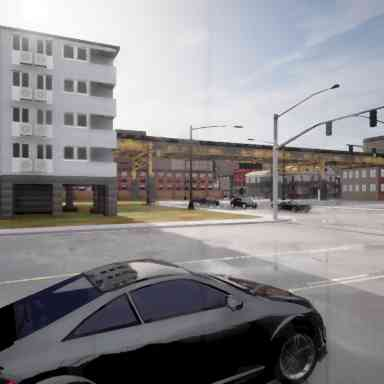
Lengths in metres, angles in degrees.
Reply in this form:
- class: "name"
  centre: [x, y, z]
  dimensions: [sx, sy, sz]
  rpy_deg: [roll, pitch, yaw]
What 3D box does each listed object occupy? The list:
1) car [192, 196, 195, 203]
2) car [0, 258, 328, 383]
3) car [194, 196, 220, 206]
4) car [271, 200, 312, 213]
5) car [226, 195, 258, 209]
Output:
- class: "car"
  centre: [0.775, 1.547, 65.799]
  dimensions: [2.033, 1.411, 5.357]
  rpy_deg: [0, 0, 3]
- class: "car"
  centre: [-0.331, 1.564, 4.088]
  dimensions: [4.181, 1.385, 1.994]
  rpy_deg: [0, 0, -30]
- class: "car"
  centre: [2.735, 1.547, 55.310]
  dimensions: [2.033, 1.411, 5.357]
  rpy_deg: [0, 0, -21]
- class: "car"
  centre: [11.095, 1.601, 37.298]
  dimensions: [1.895, 1.301, 4.718]
  rpy_deg: [0, 0, -26]
- class: "car"
  centre: [7.079, 1.505, 45.771]
  dimensions: [1.837, 1.490, 4.892]
  rpy_deg: [0, 0, -25]
